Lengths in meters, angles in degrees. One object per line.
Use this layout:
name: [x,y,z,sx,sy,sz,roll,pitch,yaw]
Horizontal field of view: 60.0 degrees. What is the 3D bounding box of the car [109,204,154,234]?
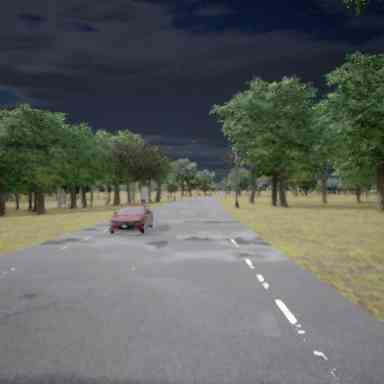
car: [-3.371,1.483,19.363,1.882,1.535,5.008,0,0,1]
